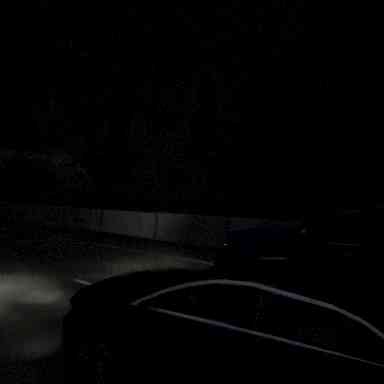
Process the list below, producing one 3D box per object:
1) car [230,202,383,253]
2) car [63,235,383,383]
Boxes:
[{"bbox_3d":[3.152,1.202,6.030,5.566,2.045,2.150,2,1,34],"label":"car"},{"bbox_3d":[0.660,1.453,3.494,4.902,1.511,2.128,2,1,34],"label":"car"}]
